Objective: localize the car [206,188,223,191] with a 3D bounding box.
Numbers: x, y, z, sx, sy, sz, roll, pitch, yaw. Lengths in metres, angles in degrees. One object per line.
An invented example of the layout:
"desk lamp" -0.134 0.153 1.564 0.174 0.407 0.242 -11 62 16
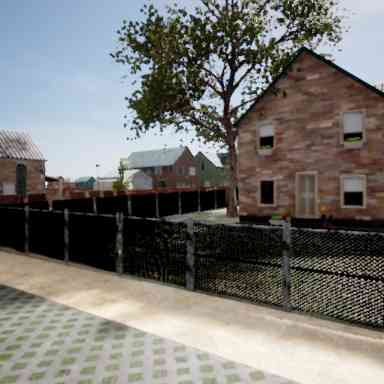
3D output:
"car" 2.674 0.322 36.276 1.812 1.442 4.674 -1 2 36
